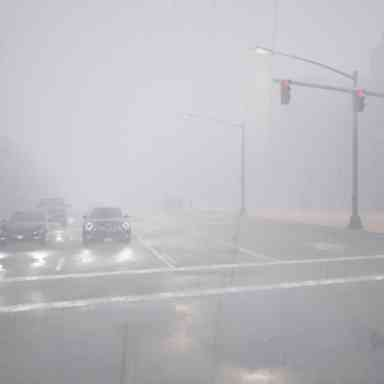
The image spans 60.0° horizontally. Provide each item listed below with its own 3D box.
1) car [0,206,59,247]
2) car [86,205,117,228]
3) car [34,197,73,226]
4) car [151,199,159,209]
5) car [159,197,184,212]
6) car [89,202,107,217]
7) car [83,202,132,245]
[{"bbox_3d":[-7.768,1.636,15.992,1.837,1.490,4.892,0,-1,-17],"label":"car"},{"bbox_3d":[-7.024,1.784,25.528,2.033,1.411,5.357,0,-1,-17],"label":"car"},{"bbox_3d":[-10.641,1.438,25.417,2.150,2.045,5.566,0,-1,-17],"label":"car"},{"bbox_3d":[-5.881,1.941,58.090,2.097,1.767,4.553,0,-1,-17],"label":"car"},{"bbox_3d":[-2.780,1.720,48.090,2.150,2.045,5.566,0,-1,-17],"label":"car"},{"bbox_3d":[-10.560,1.868,37.167,1.812,1.442,4.674,0,-1,-17],"label":"car"},{"bbox_3d":[-4.253,1.506,16.471,2.097,1.767,4.553,0,-1,-17],"label":"car"}]
